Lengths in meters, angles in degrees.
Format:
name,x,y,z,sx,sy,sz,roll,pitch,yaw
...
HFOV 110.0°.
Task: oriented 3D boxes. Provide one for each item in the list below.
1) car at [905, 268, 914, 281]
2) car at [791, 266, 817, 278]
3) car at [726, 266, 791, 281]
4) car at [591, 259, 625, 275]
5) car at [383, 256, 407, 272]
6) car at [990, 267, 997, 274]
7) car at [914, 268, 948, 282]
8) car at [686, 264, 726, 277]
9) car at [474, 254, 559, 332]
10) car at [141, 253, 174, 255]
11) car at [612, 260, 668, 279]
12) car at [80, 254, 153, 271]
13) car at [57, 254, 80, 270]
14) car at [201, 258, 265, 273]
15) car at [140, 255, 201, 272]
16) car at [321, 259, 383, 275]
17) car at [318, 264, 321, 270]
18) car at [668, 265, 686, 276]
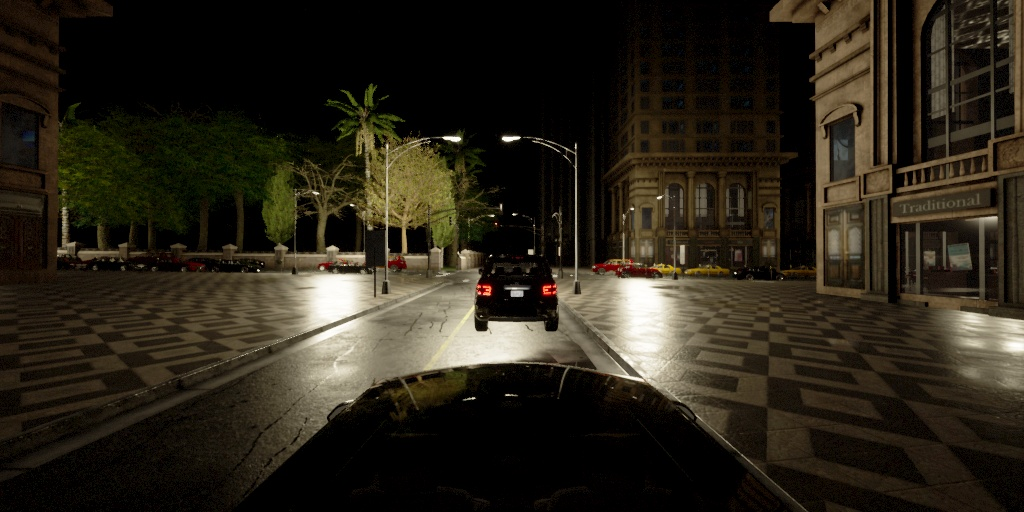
name,x,y,z,sx,sy,sz,roll,pitch,yaw
car,34.042,1.802,33.446,4.313,1.339,1.948,0,0,0
car,33.898,1.811,41.972,4.829,1.417,1.751,0,0,0
car,22.962,1.659,33.490,4.313,1.339,1.948,0,0,0
car,11.906,1.309,42.059,5.009,1.841,2.192,0,0,0
car,-14.933,0.926,42.164,5.009,1.841,2.192,0,0,0
car,45.123,1.813,33.403,4.097,1.591,1.967,0,0,0
car,39.582,1.888,33.425,4.207,1.307,1.802,0,0,0
car,22.817,1.668,42.016,4.829,1.417,1.751,0,0,0
car,0.111,0.973,11.037,2.150,2.045,5.566,0,0,0
car,-42.552,0.506,42.273,5.009,1.841,2.192,0,0,0
car,11.882,1.384,33.533,4.097,1.591,1.967,0,0,0
car,-37.051,0.779,33.725,4.403,1.370,2.007,0,0,0
car,-42.574,0.723,33.747,4.207,1.307,1.802,0,0,0
car,-26.002,0.963,33.682,4.313,1.339,1.948,0,0,0
car,-31.527,0.858,33.704,4.507,1.381,1.888,0,0,0
car,-14.955,1.112,33.639,4.403,1.370,2.007,0,0,0
car,-20.457,1.074,42.186,4.507,1.381,1.888,0,0,0
car,17.276,1.595,42.038,4.829,1.417,1.751,0,0,0
